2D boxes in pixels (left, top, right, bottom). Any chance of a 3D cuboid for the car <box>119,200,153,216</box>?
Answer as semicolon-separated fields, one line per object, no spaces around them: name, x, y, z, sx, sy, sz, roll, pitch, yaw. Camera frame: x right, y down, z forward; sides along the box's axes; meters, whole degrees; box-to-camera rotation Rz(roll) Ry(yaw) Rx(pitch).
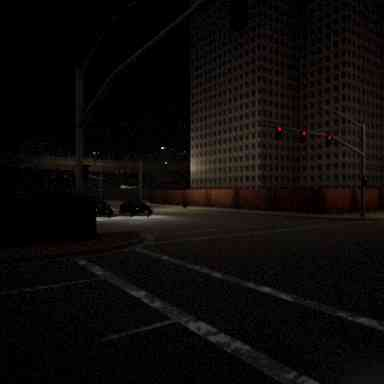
car;-5.522;1.515;32.252;1.812;1.442;4.674;0;0;-35

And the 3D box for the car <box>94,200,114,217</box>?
car;-8.777;1.497;30.770;1.837;1.490;4.892;0;0;-35
